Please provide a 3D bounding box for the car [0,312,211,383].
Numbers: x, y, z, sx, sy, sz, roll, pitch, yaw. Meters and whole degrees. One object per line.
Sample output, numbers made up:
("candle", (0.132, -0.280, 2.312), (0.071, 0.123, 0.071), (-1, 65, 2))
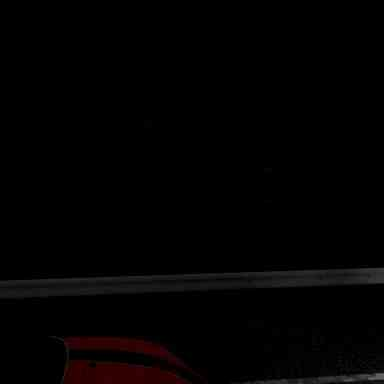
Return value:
("car", (-1.874, 1.352, 1.640), (4.553, 1.767, 2.097), (0, 0, -6))
